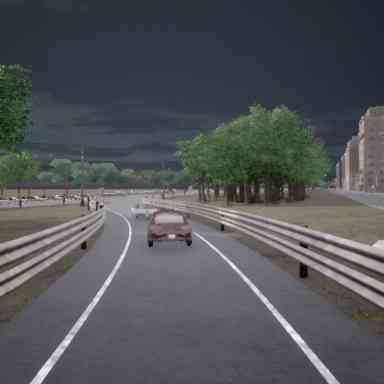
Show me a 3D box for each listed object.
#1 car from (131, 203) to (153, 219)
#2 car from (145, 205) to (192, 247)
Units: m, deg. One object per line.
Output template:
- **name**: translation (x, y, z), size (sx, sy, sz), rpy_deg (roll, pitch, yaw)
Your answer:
- **car**: translation (-4.396, 1.678, 30.258), size (1.895, 1.301, 4.718), rpy_deg (0, 0, -16)
- **car**: translation (-1.105, 1.553, 15.099), size (1.812, 1.442, 4.674), rpy_deg (0, 0, -8)
